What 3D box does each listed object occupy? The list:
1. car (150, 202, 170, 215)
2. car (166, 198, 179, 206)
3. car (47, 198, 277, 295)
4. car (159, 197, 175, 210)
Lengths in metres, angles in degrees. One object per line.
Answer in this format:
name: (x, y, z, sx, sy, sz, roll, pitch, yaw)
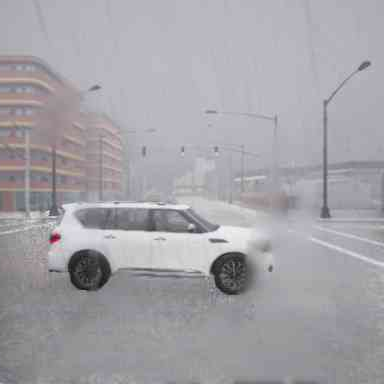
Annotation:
car: (-3.693, 1.862, 38.717, 1.895, 1.301, 4.718, 0, 0, 0)
car: (-3.686, 1.926, 64.398, 2.128, 1.511, 4.902, 0, 0, 0)
car: (-0.745, 1.262, 8.462, 5.566, 2.045, 2.150, 0, 0, 4)
car: (-3.717, 1.689, 49.583, 2.097, 1.767, 4.553, 0, -1, -1)
